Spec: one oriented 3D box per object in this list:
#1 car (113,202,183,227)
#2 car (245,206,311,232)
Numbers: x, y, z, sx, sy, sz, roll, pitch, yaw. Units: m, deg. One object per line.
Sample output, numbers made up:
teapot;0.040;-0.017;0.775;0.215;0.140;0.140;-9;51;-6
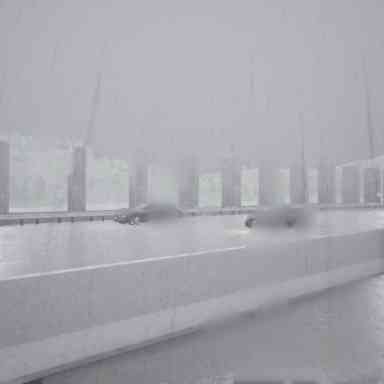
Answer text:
car;-2.973;1.506;23.041;4.892;1.490;1.837;0;0;-33
car;5.212;1.564;19.986;4.181;1.385;1.994;0;0;-33
